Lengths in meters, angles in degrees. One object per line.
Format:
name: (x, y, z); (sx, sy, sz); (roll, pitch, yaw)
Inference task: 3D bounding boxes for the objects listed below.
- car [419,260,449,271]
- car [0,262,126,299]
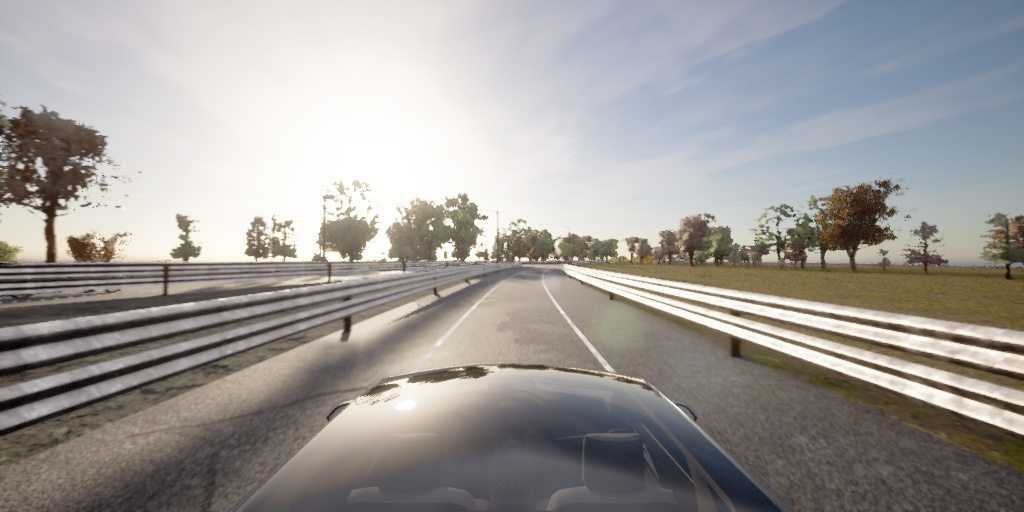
car: (-11.551, 1.420, 51.683); (2.128, 1.511, 4.902); (0, -1, 16)
car: (-20.466, 1.039, 16.043); (1.812, 1.442, 4.674); (0, -1, 13)
